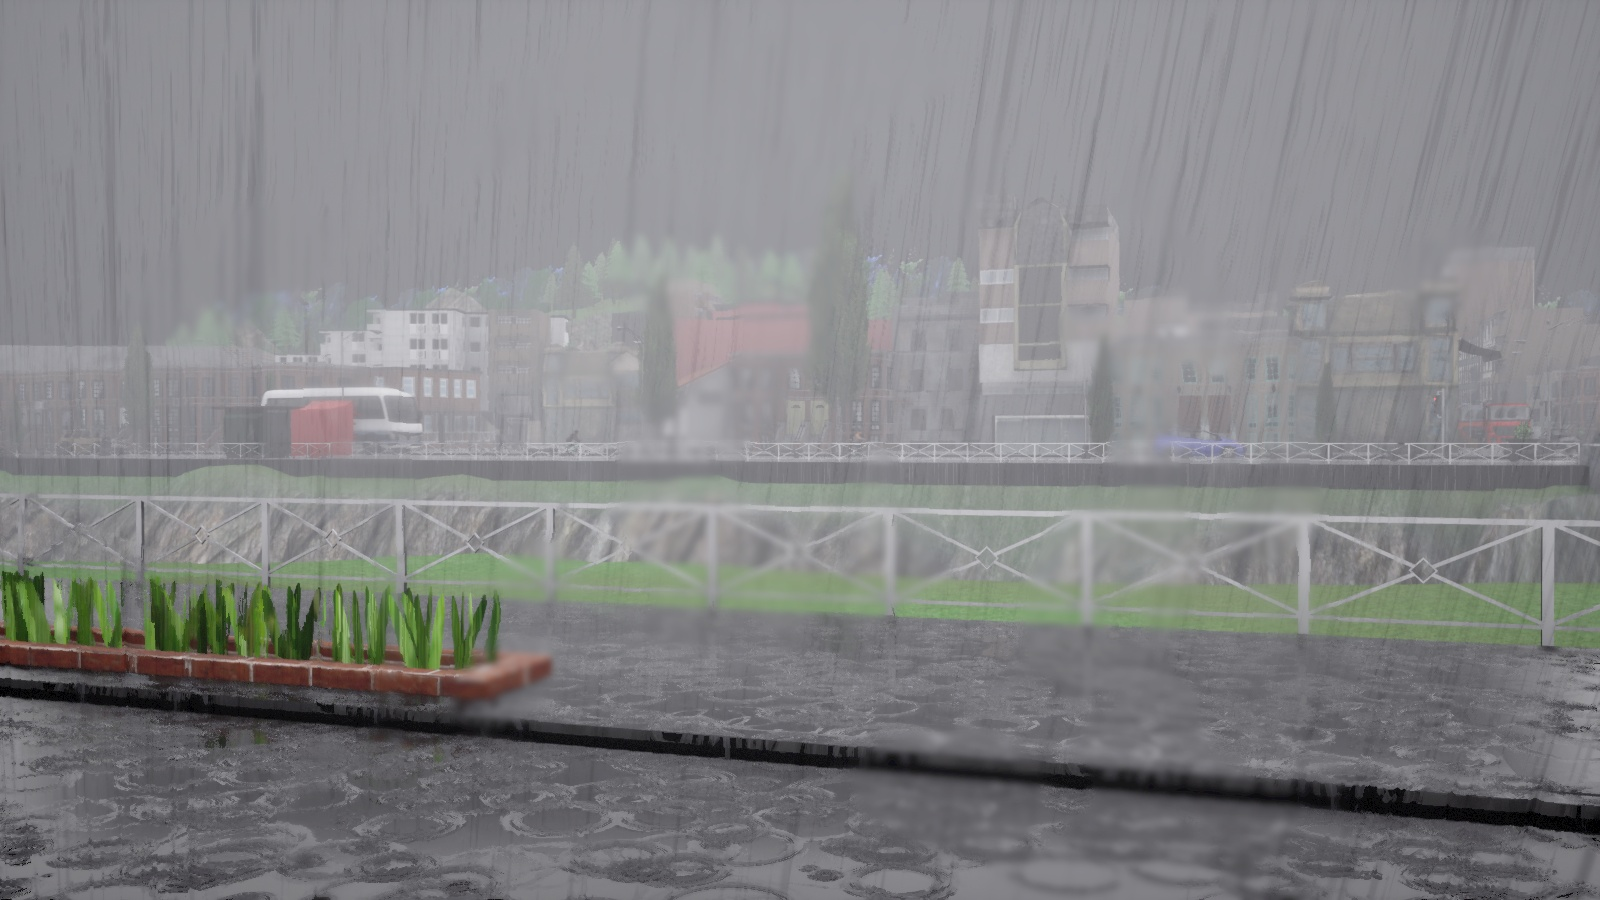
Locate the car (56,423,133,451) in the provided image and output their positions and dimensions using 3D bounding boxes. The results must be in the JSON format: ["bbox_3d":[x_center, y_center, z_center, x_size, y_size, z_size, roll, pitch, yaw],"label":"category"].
[{"bbox_3d":[-47.661,-0.894,84.833,4.605,1.855,1.932,1,1,19],"label":"car"}]

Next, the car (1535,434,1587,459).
[{"bbox_3d":[46.844,-0.223,77.386,1.816,1.474,4.193,1,1,19],"label":"car"}]

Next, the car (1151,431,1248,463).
[{"bbox_3d":[19.760,-0.148,62.185,4.514,1.525,2.007,1,1,18],"label":"car"}]

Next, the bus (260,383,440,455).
[{"bbox_3d":[-28.004,-1.907,78.212,10.273,4.253,3.944,1,1,19],"label":"bus"}]

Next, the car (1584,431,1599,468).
[{"bbox_3d":[36.688,-0.013,54.651,1.851,1.617,3.988,-1,1,-43],"label":"car"}]
